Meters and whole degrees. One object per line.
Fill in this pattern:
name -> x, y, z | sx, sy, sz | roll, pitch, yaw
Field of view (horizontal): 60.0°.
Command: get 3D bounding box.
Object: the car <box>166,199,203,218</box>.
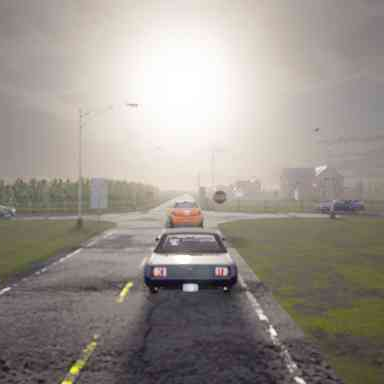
car -> -0.595, 1.339, 22.643 | 2.097, 1.767, 4.553 | 0, 0, -8

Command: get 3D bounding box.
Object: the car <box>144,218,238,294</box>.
car -> -0.045, 1.594, 8.762 | 1.895, 1.301, 4.718 | 0, 0, -1

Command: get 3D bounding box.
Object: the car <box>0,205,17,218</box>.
car -> -18.491, 1.624, 30.073 | 4.902, 1.511, 2.128 | 0, 0, 0

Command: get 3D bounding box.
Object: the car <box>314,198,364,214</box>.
car -> 14.496, 1.371, 32.832 | 4.674, 1.442, 1.812 | -1, 0, 0
